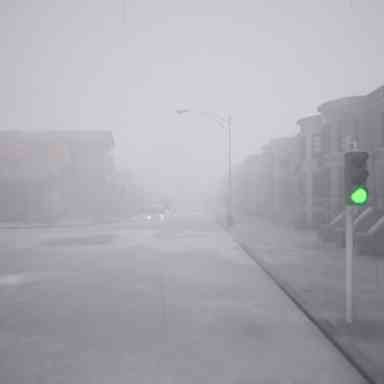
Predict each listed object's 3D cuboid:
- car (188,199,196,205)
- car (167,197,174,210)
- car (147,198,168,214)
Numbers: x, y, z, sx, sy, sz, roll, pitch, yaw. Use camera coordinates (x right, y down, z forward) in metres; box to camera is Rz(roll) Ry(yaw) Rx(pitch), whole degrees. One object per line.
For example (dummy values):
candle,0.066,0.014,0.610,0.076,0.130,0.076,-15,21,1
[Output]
car,-0.014,2.240,73.640,2.033,1.411,5.357,0,0,0
car,-4.113,1.823,48.177,1.837,1.490,4.892,0,0,0
car,-4.120,1.784,38.991,1.812,1.442,4.674,0,0,-1
